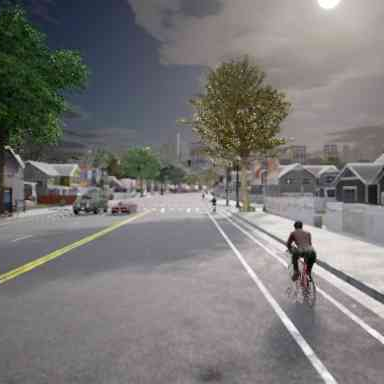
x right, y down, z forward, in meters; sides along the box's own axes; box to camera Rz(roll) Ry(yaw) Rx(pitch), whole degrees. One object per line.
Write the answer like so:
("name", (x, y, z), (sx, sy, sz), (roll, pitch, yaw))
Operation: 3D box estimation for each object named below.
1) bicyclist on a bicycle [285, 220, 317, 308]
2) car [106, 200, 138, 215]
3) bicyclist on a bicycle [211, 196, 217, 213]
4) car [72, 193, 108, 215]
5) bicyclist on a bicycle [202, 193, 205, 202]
("bicyclist on a bicycle", (2.260, 1.434, 6.927), (0.582, 1.620, 1.656), (0, 0, 0))
("car", (-6.500, 1.508, 32.239), (1.895, 1.301, 4.718), (0, 0, 1))
("bicyclist on a bicycle", (2.305, 1.271, 34.732), (0.659, 1.776, 1.843), (0, 0, 0))
("car", (-9.746, 1.130, 32.510), (2.150, 2.045, 5.566), (0, 0, 1))
("bicyclist on a bicycle", (2.359, 1.146, 68.705), (0.659, 1.776, 1.843), (0, 0, 0))
